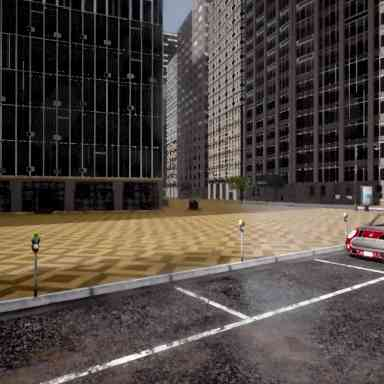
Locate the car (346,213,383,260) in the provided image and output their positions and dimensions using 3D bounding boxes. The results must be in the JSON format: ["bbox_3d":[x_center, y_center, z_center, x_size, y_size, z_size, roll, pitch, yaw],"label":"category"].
[{"bbox_3d":[7.205,1.437,11.691,4.097,1.590,1.967,0,0,-35],"label":"car"}]
